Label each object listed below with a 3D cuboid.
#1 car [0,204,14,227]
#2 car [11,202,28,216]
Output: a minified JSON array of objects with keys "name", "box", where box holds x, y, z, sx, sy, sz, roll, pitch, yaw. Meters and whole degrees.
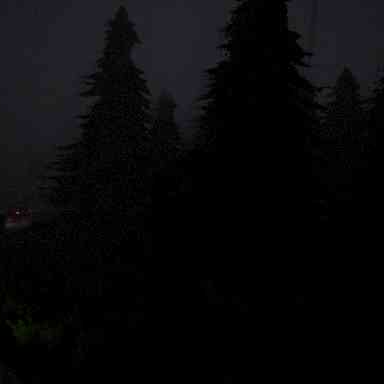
[{"name":"car","box":[-12.770,1.701,20.408,2.128,1.511,4.902,3,-2,-20]},{"name":"car","box":[-19.067,1.784,36.447,1.812,1.442,4.674,1,4,-27]}]
